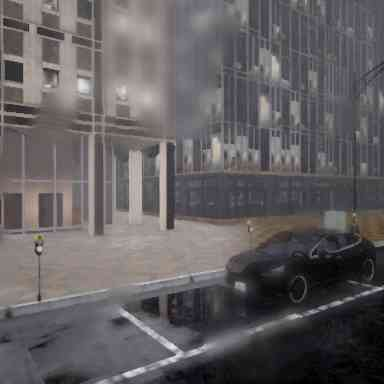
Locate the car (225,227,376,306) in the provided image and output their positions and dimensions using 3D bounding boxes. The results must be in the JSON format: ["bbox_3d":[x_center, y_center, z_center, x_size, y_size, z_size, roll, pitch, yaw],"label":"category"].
[{"bbox_3d":[2.773,1.564,8.063,4.313,1.339,1.947,0,0,-35],"label":"car"}]
